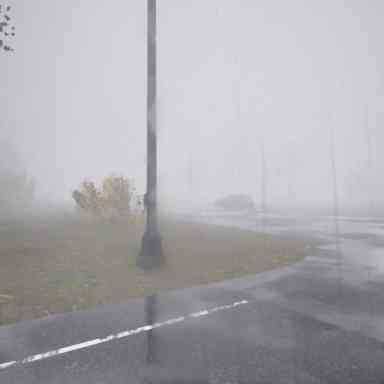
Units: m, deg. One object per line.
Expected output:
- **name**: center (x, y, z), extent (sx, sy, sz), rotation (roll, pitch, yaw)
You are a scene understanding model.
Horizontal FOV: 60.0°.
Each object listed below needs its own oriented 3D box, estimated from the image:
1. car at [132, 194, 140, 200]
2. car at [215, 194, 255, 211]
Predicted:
- **car**: center (-10.622, 0.843, 56.485), extent (1.882, 1.535, 5.008), rotation (-1, 1, -35)
- **car**: center (4.471, 1.026, 35.098), extent (2.097, 1.767, 4.553), rotation (-1, 1, -35)
